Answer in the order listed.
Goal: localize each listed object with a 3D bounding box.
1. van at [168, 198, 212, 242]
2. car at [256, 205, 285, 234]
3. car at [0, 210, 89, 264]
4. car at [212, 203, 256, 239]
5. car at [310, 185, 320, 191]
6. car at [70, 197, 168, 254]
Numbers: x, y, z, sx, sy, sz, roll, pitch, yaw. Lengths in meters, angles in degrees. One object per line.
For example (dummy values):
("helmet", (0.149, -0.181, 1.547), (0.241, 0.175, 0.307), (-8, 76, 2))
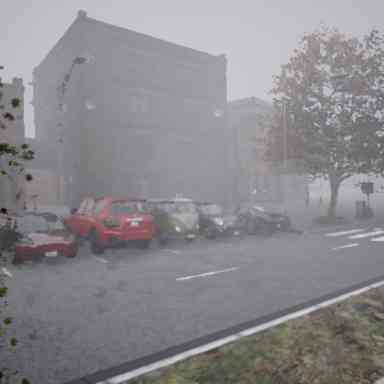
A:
("van", (-1.364, 1.252, 15.499), (1.878, 1.987, 4.442), (0, 0, -37))
("car", (2.960, 1.459, 18.920), (2.231, 1.521, 4.892), (0, 0, -37))
("car", (-5.778, 1.521, 12.264), (2.163, 1.488, 4.792), (0, 0, -36))
("car", (0.743, 1.343, 17.284), (2.185, 1.767, 4.553), (0, 0, -37))
("car", (29.596, -1.012, 80.289), (2.097, 1.535, 5.008), (5, 5, 39))
("car", (-3.635, 1.236, 13.950), (2.435, 2.045, 5.566), (0, 0, -37))
